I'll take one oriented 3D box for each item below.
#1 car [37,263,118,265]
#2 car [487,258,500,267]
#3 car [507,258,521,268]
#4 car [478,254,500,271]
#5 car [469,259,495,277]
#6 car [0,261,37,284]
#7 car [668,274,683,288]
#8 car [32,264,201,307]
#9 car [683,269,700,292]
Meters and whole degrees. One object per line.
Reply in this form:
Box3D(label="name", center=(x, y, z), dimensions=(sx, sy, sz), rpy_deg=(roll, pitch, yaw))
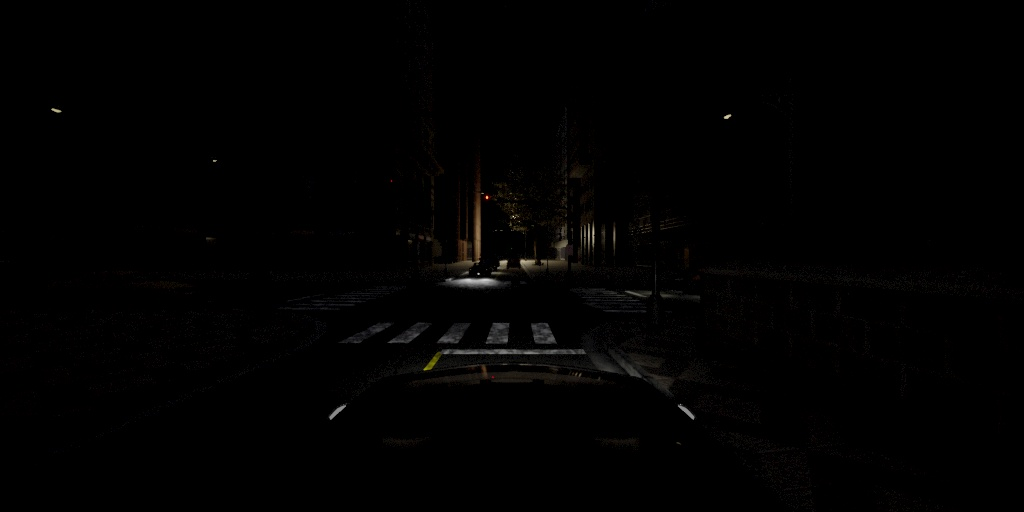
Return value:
Box3D(label="car", center=(-26.245, 1.065, 22.494), dimensions=(4.313, 1.339, 1.948), rpy_deg=(0, 0, 1))
Box3D(label="car", center=(-2.904, 1.029, 57.873), dimensions=(1.812, 1.442, 4.674), rpy_deg=(0, 0, 0))
Box3D(label="car", center=(0.260, 1.020, 53.125), dimensions=(1.882, 1.535, 5.008), rpy_deg=(0, 0, 0))
Box3D(label="car", center=(-2.966, 0.824, 45.106), dimensions=(2.150, 2.045, 5.566), rpy_deg=(0, 0, -1))
Box3D(label="car", center=(-2.997, 1.275, 34.437), dimensions=(1.895, 1.301, 4.718), rpy_deg=(0, 0, 0))
Box3D(label="car", center=(-31.863, 0.974, 22.545), dimensions=(4.507, 1.381, 1.888), rpy_deg=(0, 0, 1))
Box3D(label="car", center=(11.988, 1.381, 22.148), dimensions=(4.403, 1.370, 2.007), rpy_deg=(0, 0, 1))
Box3D(label="car", center=(-14.902, 1.146, 13.866), dimensions=(4.829, 1.417, 1.751), rpy_deg=(0, 0, 1))
Box3D(label="car", center=(12.419, 1.311, 19.481), dimensions=(5.008, 1.535, 1.882), rpy_deg=(0, 0, 1))
